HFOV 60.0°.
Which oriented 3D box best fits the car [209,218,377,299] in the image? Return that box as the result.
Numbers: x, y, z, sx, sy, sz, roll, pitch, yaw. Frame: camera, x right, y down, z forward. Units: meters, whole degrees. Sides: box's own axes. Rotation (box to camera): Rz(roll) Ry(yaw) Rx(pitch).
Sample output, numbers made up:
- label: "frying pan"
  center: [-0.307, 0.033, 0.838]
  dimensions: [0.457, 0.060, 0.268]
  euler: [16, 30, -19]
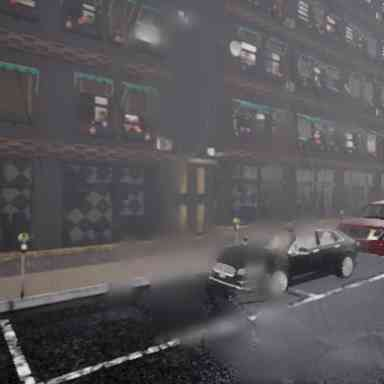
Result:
- label: "car"
  center: [2.421, 1.503, 8.271]
  dimensions: [4.403, 1.369, 2.008]
  euler: [-1, 1, -35]

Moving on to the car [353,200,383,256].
- label: "car"
  center: [7.038, 1.226, 11.560]
  dimensions: [5.009, 1.841, 2.192]
  euler: [-1, 1, -35]
